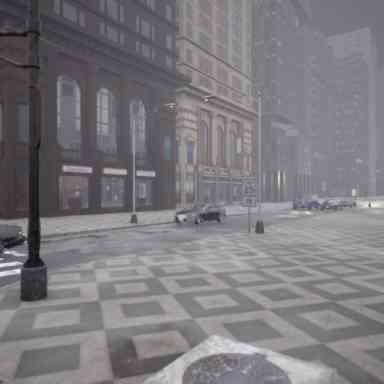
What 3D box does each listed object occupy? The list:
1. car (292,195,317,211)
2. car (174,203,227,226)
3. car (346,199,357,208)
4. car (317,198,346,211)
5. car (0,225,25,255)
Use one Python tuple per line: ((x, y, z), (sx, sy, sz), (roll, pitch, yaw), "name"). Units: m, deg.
((15.099, 1.357, 43.999), (2.150, 2.045, 5.566), (0, -1, 36), "car")
((0.695, 1.553, 24.010), (2.128, 1.511, 4.902), (0, 0, 36), "car")
((23.761, 1.700, 50.747), (2.033, 1.411, 5.357), (0, 0, 36), "car")
((17.858, 1.653, 42.502), (1.812, 1.442, 4.674), (0, 0, 36), "car")
((-8.058, 1.558, 10.536), (2.033, 1.411, 5.357), (0, 0, 22), "car")
